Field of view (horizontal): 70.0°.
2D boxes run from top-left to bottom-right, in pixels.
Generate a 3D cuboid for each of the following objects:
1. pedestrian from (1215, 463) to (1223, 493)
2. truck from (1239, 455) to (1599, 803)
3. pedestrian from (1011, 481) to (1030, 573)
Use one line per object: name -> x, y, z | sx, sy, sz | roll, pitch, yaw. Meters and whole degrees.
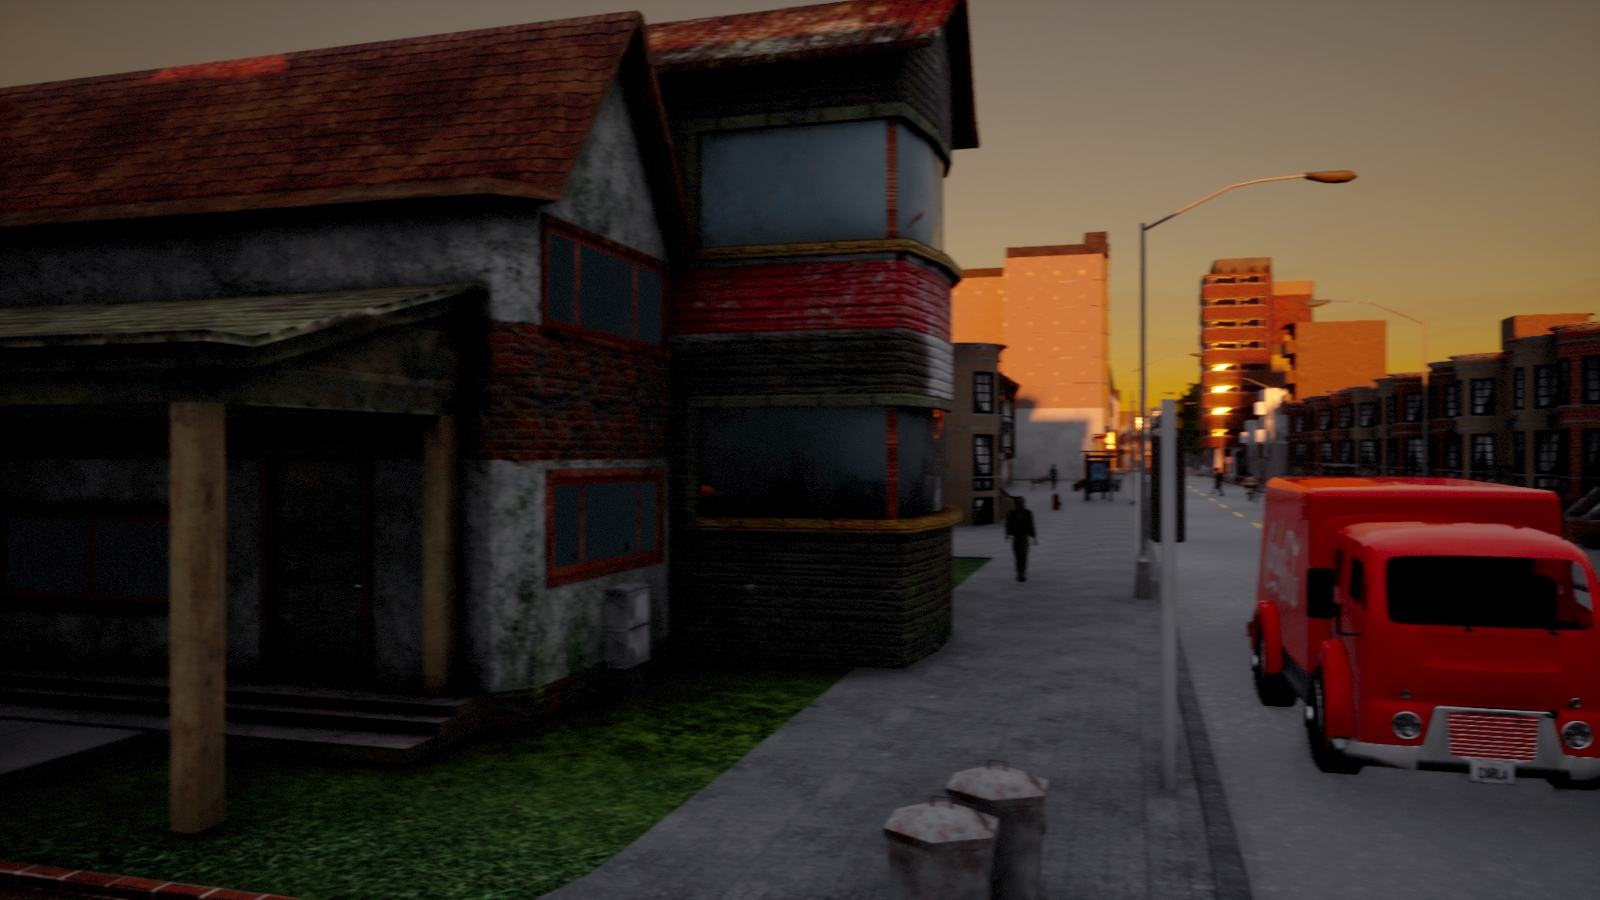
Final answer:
pedestrian -> 26.068, 1.736, 71.034 | 0.375, 1.860, 0.375 | 0, 0, 38
truck -> 5.972, 1.347, 11.204 | 2.627, 2.467, 5.204 | 0, 1, 16
pedestrian -> 4.516, 1.561, 23.359 | 0.375, 1.860, 0.375 | 0, 0, 10
